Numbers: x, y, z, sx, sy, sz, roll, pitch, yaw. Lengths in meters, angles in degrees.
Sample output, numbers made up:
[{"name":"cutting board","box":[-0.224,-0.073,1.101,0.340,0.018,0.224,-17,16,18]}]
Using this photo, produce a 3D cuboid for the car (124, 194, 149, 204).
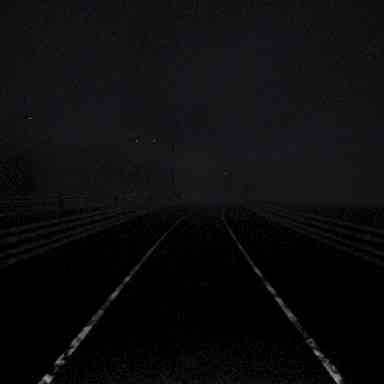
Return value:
[{"name":"car","box":[-9.239,1.321,54.582,1.895,1.301,4.718,0,0,16]}]

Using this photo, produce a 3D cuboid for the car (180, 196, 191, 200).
[{"name":"car","box":[-1.314,1.351,81.149,1.895,1.301,4.718,0,0,18]}]

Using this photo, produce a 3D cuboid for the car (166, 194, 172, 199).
[{"name":"car","box":[-5.560,1.273,90.771,1.837,1.490,4.892,0,0,18]}]

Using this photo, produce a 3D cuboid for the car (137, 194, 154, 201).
[{"name":"car","box":[-10.481,1.253,75.249,1.837,1.490,4.892,0,0,17]}]

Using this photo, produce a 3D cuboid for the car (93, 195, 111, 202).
[{"name":"car","box":[-15.539,1.220,58.010,2.128,1.511,4.902,0,0,16]}]
